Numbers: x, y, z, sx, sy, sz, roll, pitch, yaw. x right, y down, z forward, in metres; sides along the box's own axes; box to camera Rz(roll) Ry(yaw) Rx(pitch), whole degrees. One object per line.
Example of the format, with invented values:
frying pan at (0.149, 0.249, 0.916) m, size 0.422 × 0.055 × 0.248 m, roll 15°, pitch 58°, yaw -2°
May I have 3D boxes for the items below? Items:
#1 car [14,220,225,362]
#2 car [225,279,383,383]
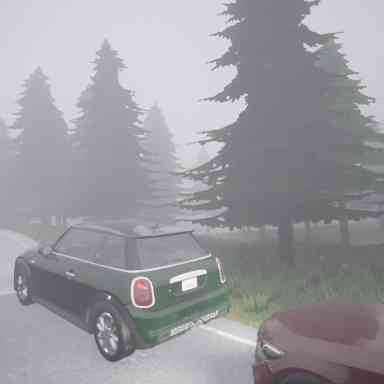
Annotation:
car at (-1.566, 1.309, 6.198) m, size 4.553 × 1.767 × 2.097 m, roll 1°, pitch 1°, yaw 44°
car at (2.768, 1.532, 2.584) m, size 4.674 × 1.442 × 1.812 m, roll 1°, pitch 0°, yaw 36°
